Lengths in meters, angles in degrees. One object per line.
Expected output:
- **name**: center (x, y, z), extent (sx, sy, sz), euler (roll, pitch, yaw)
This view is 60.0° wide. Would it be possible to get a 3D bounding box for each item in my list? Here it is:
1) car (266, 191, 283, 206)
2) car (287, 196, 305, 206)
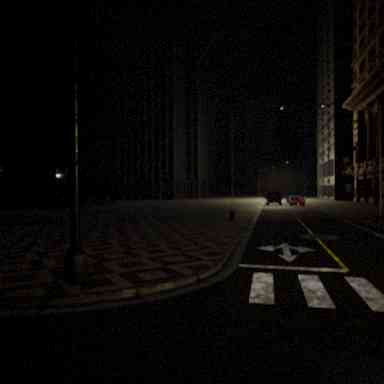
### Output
- **car**: center (12.016, 0.891, 48.656), extent (2.150, 2.045, 5.566), euler (0, 0, 13)
- **car**: center (14.493, 1.270, 45.923), extent (1.895, 1.301, 4.718), euler (0, 0, 14)
